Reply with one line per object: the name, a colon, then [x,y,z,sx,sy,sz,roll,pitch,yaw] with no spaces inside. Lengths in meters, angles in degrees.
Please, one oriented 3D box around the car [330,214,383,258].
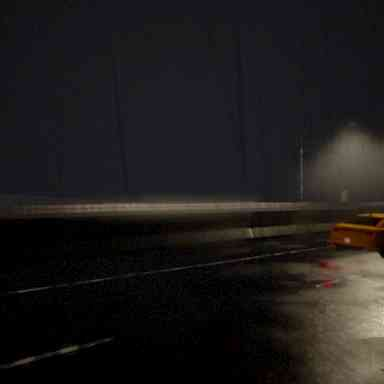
car: [7.725,1.633,13.580,5.008,1.535,1.882,0,0,-35]
